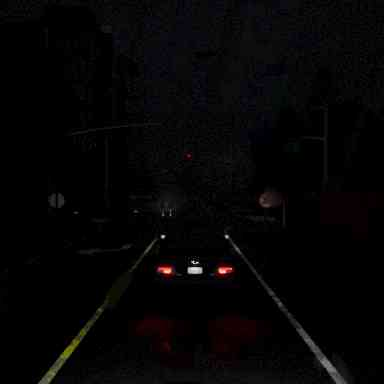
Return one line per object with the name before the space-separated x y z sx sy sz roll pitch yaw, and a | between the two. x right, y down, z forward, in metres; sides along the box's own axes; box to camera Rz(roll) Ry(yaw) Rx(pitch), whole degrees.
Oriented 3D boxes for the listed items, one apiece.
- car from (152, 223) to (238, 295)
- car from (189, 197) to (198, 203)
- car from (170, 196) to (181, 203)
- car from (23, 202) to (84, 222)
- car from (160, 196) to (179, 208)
car | 0.077 1.547 8.871 2.033 1.411 5.357 0 0 0
car | 0.244 1.594 69.643 1.895 1.301 4.718 0 0 0
car | -3.359 1.541 68.884 2.033 1.411 5.357 0 0 0
car | -10.797 1.538 25.854 4.674 1.442 1.812 0 0 1
car | -3.495 1.487 48.300 2.128 1.511 4.902 0 0 0
